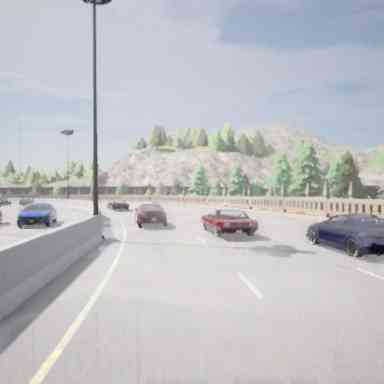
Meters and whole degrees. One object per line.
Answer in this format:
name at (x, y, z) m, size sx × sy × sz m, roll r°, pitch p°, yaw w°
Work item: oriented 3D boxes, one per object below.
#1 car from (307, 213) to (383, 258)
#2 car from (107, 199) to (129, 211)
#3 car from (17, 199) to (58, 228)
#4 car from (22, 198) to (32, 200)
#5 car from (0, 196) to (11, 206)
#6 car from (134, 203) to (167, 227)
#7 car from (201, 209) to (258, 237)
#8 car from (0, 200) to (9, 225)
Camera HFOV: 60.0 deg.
car at (6.044, 1.492, 12.509) m, size 1.994 × 1.385 × 4.181 m, roll 0°, pitch 0°, yaw -7°
car at (-8.998, 1.552, 40.102) m, size 1.895 × 1.301 × 4.718 m, roll 0°, pitch 0°, yaw -25°
car at (-10.258, 1.467, 22.322) m, size 1.882 × 1.535 × 5.008 m, roll 0°, pitch 0°, yaw -15°
car at (-28.768, 1.673, 58.234) m, size 1.994 × 1.385 × 4.181 m, roll -1°, pitch 0°, yaw -39°
car at (-32.931, 1.512, 57.697) m, size 2.097 × 1.767 × 4.553 m, roll -1°, pitch 0°, yaw -40°
car at (-2.793, 1.470, 22.080) m, size 1.812 × 1.442 × 4.674 m, roll 0°, pitch 0°, yaw -13°
car at (1.781, 1.534, 17.507) m, size 1.895 × 1.301 × 4.718 m, roll 0°, pitch 0°, yaw -10°
car at (-13.629, 1.516, 21.398) m, size 1.837 × 1.490 × 4.892 m, roll 0°, pitch 0°, yaw -15°
